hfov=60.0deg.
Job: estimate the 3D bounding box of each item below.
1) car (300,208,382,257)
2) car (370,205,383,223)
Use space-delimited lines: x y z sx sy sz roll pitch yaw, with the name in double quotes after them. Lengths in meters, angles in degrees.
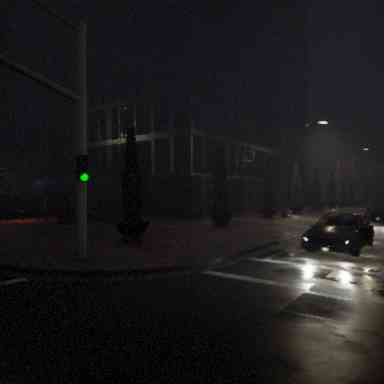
6.104 1.570 13.518 2.033 1.411 5.357 -1 0 36 "car"
13.421 1.584 23.557 1.994 1.385 4.181 -1 0 36 "car"
